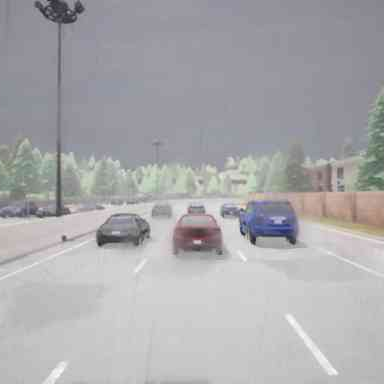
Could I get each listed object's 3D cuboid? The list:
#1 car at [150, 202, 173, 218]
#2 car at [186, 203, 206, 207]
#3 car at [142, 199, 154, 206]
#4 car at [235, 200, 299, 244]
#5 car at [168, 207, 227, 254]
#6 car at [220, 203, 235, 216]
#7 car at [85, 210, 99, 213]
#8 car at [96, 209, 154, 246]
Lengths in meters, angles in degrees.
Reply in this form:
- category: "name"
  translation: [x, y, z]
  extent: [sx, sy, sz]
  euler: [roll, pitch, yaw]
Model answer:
- category: "car"
  translation: [-3.046, 1.870, 34.703]
  extent: [2.128, 1.511, 4.902]
  euler: [0, -1, 1]
- category: "car"
  translation: [0.454, 1.872, 34.682]
  extent: [2.128, 1.511, 4.902]
  euler: [0, -1, 1]
- category: "car"
  translation: [-9.678, 2.269, 73.447]
  extent: [2.128, 1.511, 4.902]
  euler: [0, -1, 1]
- category: "car"
  translation: [3.767, 1.413, 17.106]
  extent: [2.150, 2.045, 5.566]
  euler: [0, 0, 1]
- category: "car"
  translation: [0.229, 1.634, 14.172]
  extent: [1.882, 1.535, 5.008]
  euler: [0, 0, 1]
- category: "car"
  translation: [3.949, 1.915, 35.310]
  extent: [1.812, 1.442, 4.674]
  euler: [0, -1, 1]
- category: "car"
  translation: [-10.255, 1.909, 33.532]
  extent: [2.033, 1.411, 5.357]
  euler: [0, -1, 1]
- category: "car"
  translation: [-3.245, 1.742, 16.322]
  extent: [1.994, 1.385, 4.181]
  euler: [0, -1, 1]
